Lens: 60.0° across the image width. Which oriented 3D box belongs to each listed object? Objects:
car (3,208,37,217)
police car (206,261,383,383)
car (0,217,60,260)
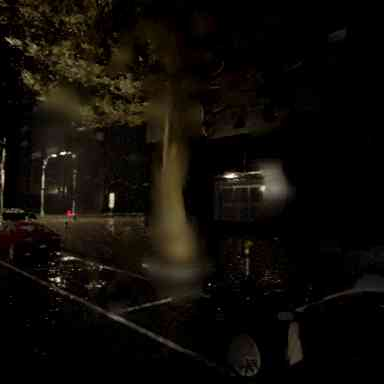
[{"bbox_3d":[-18.365,2.357,33.912,2.128,1.511,4.902,-1,-2,38],"label":"car"},{"bbox_3d":[2.368,1.637,3.877,1.930,1.638,5.238,3,-3,-44],"label":"police car"},{"bbox_3d":[-7.301,1.996,14.455,1.887,1.381,4.507,3,-3,-44],"label":"car"}]
